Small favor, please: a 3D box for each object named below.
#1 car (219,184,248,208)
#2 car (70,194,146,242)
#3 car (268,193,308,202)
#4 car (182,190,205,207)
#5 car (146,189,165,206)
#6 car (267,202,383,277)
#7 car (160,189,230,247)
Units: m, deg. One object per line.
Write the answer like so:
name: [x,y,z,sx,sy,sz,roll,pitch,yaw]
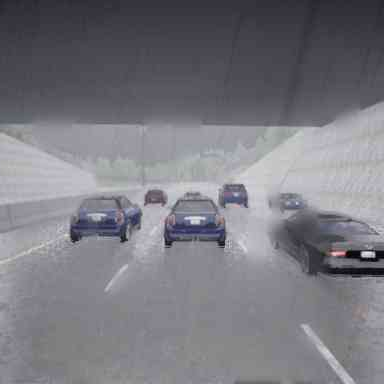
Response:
car: [3.599,0.277,29.662,2.150,2.045,5.566,0,2,0]
car: [-3.396,0.905,13.949,2.097,1.767,4.553,0,2,0]
car: [7.103,0.750,25.004,2.033,1.411,5.357,0,2,0]
car: [0.097,0.573,31.144,1.994,1.385,4.181,0,2,0]
car: [-3.403,0.458,32.048,1.882,1.535,5.008,0,2,0]
car: [3.603,1.248,9.306,2.033,1.411,5.357,0,2,0]
car: [0.105,0.936,12.967,2.097,1.767,4.553,0,2,0]
